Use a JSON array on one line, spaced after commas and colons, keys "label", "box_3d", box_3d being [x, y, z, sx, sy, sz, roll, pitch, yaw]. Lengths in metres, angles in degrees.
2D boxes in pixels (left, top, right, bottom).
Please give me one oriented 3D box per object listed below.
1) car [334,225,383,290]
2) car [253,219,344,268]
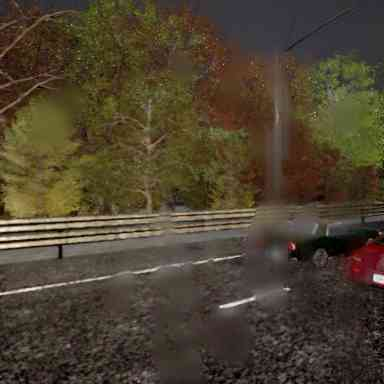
[{"label": "car", "box_3d": [5.493, 1.495, 7.714, 4.674, 1.442, 1.812, 0, 0, -36]}, {"label": "car", "box_3d": [4.350, 1.577, 11.223, 4.718, 1.301, 1.895, 0, 0, -35]}]
